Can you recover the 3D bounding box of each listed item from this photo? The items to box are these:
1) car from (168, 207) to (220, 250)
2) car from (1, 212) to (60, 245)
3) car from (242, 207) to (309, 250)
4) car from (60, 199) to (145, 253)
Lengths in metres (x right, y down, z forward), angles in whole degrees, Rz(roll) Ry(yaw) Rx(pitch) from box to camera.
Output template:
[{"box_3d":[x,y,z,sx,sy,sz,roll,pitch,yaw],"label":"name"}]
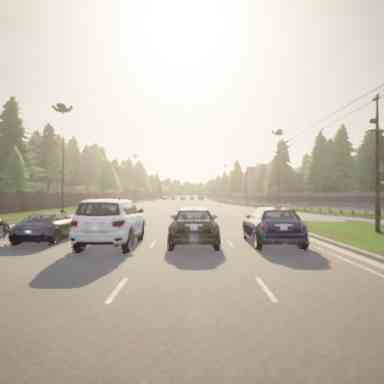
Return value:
[{"box_3d":[0.084,1.450,15.062,2.097,1.767,4.553,0,0,0],"label":"car"},{"box_3d":[-6.913,1.668,16.072,1.994,1.385,4.181,0,0,0],"label":"car"},{"box_3d":[3.584,1.450,15.070,2.097,1.767,4.553,0,0,0],"label":"car"},{"box_3d":[-3.417,1.314,14.389,2.150,2.045,5.566,0,-1,0],"label":"car"}]
